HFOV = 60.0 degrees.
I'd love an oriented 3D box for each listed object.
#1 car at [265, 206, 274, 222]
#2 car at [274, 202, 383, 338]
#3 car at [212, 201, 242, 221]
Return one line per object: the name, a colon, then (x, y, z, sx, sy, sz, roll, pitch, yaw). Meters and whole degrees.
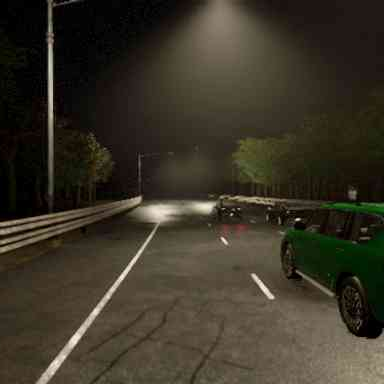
car: (6.473, 1.475, 22.963, 1.837, 1.490, 4.892, 0, 0, -3)
car: (3.518, 1.215, 6.734, 2.150, 2.045, 5.566, 0, 0, -1)
car: (2.765, 1.460, 26.783, 2.128, 1.511, 4.902, 0, 0, -3)
